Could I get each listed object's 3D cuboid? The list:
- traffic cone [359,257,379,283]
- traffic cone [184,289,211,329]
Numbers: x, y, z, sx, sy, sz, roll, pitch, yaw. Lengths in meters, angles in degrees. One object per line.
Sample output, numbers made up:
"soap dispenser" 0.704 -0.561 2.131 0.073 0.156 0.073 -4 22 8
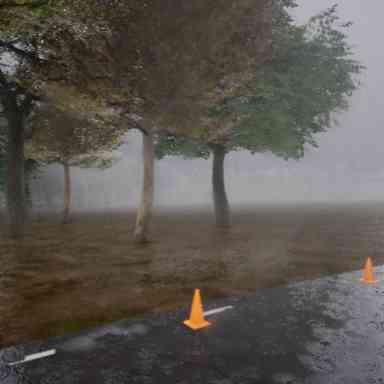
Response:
"traffic cone" 4.443 1.935 8.348 0.340 0.580 0.340 0 0 -31
"traffic cone" 0.091 1.940 5.643 0.340 0.580 0.340 0 0 -33
